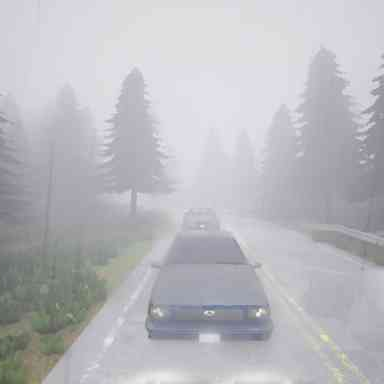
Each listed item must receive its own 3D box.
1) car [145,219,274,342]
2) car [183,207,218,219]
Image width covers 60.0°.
[{"bbox_3d":[0.286,1.558,7.088,2.033,1.411,5.357,0,0,1],"label":"car"},{"bbox_3d":[0.482,1.584,19.172,1.994,1.385,4.181,0,0,-2],"label":"car"}]
